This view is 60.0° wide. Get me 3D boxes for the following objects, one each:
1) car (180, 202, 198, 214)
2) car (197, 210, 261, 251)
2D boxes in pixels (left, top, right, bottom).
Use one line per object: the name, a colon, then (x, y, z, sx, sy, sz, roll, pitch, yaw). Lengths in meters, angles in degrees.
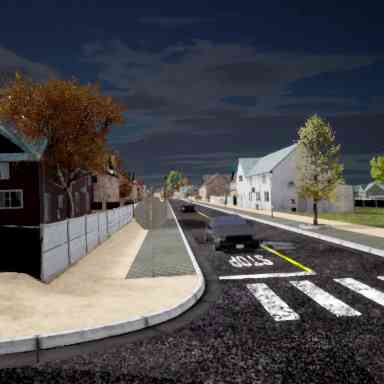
car: (-0.454, 1.998, 41.741, 1.994, 1.385, 4.181, -2, 0, -5)
car: (1.640, 1.739, 15.523, 2.033, 1.411, 5.357, -2, 0, -5)
